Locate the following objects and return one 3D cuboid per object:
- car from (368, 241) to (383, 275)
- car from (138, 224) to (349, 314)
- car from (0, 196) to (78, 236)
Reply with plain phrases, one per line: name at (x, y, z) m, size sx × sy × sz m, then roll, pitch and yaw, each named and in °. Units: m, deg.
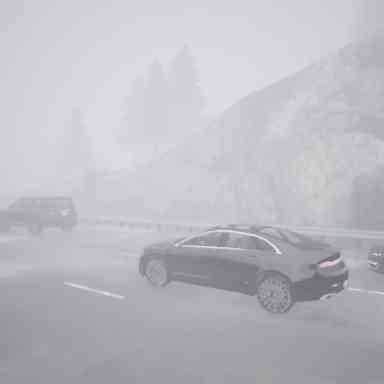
car at (6.813, 1.495, 7.669) m, size 4.892 × 1.490 × 1.837 m, roll 0°, pitch 0°, yaw 36°
car at (0.893, 1.488, 7.617) m, size 4.902 × 1.511 × 2.128 m, roll 0°, pitch 0°, yaw 36°
car at (-8.771, 1.227, 18.785) m, size 5.566 × 2.045 × 2.150 m, roll 0°, pitch 0°, yaw 35°
